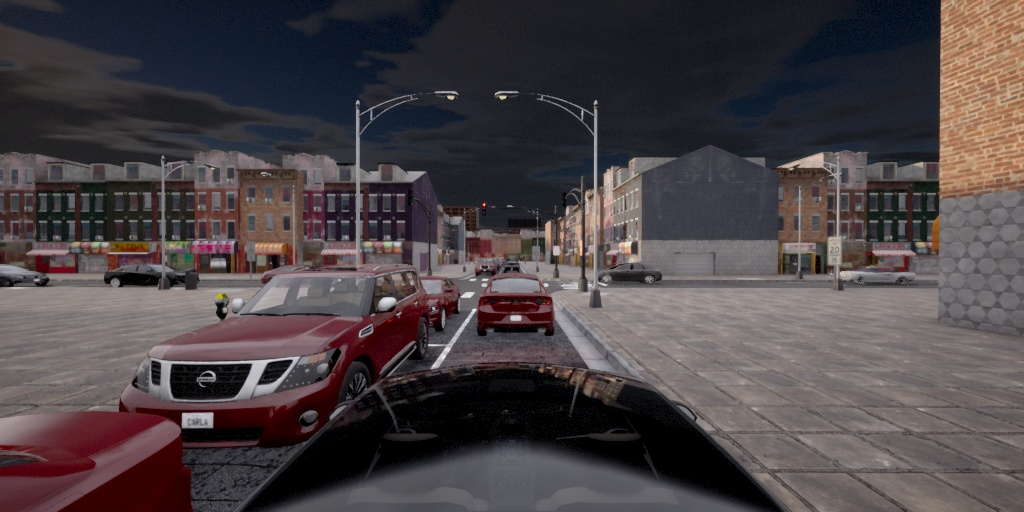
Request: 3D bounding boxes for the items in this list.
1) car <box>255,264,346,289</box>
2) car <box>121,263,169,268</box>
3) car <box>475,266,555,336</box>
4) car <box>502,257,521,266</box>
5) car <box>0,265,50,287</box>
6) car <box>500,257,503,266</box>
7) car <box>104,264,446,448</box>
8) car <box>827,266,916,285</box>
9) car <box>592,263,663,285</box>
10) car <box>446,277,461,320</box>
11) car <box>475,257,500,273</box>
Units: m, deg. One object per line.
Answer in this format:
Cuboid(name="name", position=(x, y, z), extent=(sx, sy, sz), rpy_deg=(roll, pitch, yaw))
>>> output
Cuboid(name="car", position=(-13.352, 1.278, 22.860), extent=(4.674, 1.442, 1.812), rpy_deg=(0, 0, -1))
Cuboid(name="car", position=(-22.810, 1.221, 22.834), extent=(5.008, 1.535, 1.882), rpy_deg=(0, 0, 0))
Cuboid(name="car", position=(0.091, 1.227, 10.427), extent=(1.882, 1.535, 5.008), rpy_deg=(0, 0, 0))
Cuboid(name="car", position=(0.027, 1.268, 44.892), extent=(1.837, 1.490, 4.892), rpy_deg=(0, 0, 0))
Cuboid(name="car", position=(-32.607, 1.266, 22.845), extent=(4.674, 1.442, 1.812), rpy_deg=(0, 0, 0))
Cuboid(name="car", position=(-2.666, 1.081, 48.226), extent=(2.192, 1.841, 5.009), rpy_deg=(0, 0, 0))
Cuboid(name="car", position=(-2.641, 1.064, 5.529), extent=(2.192, 1.841, 5.009), rpy_deg=(0, 0, 0))
Cuboid(name="car", position=(25.643, 1.380, 25.725), extent=(4.718, 1.301, 1.895), rpy_deg=(0, 0, 0))
Cuboid(name="car", position=(8.283, 1.257, 26.002), extent=(4.892, 1.490, 1.837), rpy_deg=(0, 0, 5))
Cuboid(name="car", position=(-2.644, 1.294, 10.963), extent=(1.888, 1.381, 4.507), rpy_deg=(0, 0, 0))
Cuboid(name="car", position=(-2.659, 1.073, 37.372), extent=(2.192, 1.841, 5.009), rpy_deg=(0, 0, 0))
